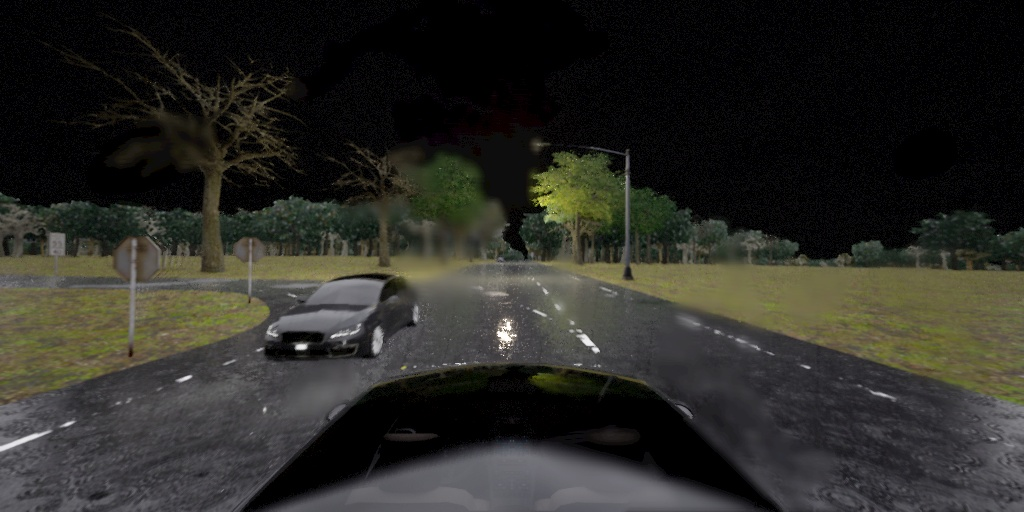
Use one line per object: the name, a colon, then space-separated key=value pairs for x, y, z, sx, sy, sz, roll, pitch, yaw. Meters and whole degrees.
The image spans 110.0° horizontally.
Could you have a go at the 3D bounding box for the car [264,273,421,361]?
car: x=-3.493 y=1.206 z=8.365 sx=1.837 sy=1.490 sz=4.892 roll=0 pitch=1 yaw=0
